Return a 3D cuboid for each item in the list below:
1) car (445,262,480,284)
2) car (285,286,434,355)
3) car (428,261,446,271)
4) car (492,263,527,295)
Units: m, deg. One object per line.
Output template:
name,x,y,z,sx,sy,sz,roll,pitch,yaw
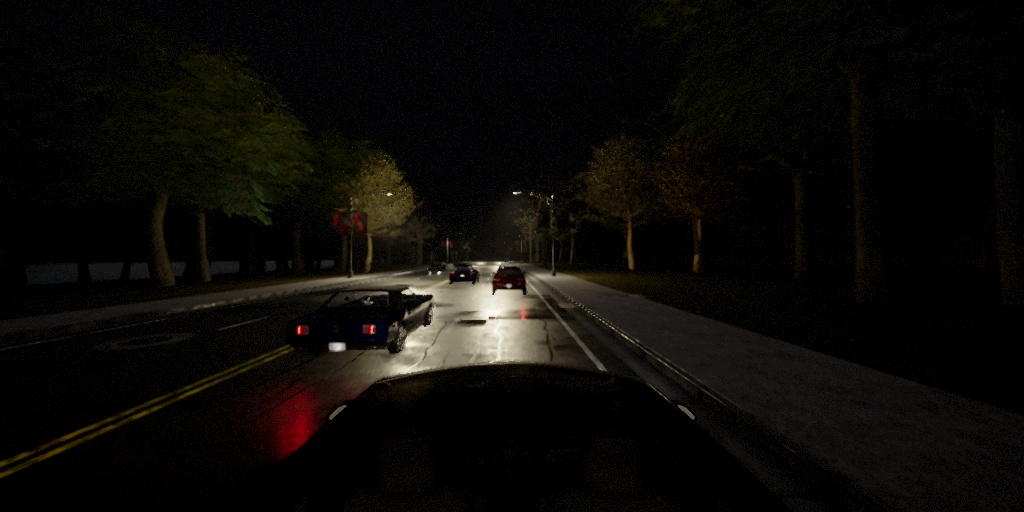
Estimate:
car,-3.537,1.358,27.249,1.994,1.385,4.181,0,0,-1
car,-3.227,1.377,8.786,1.895,1.301,4.718,0,0,-1
car,-10.656,1.448,51.856,2.033,1.411,5.357,0,0,-1
car,-0.161,1.282,19.970,1.812,1.442,4.674,0,0,-1
